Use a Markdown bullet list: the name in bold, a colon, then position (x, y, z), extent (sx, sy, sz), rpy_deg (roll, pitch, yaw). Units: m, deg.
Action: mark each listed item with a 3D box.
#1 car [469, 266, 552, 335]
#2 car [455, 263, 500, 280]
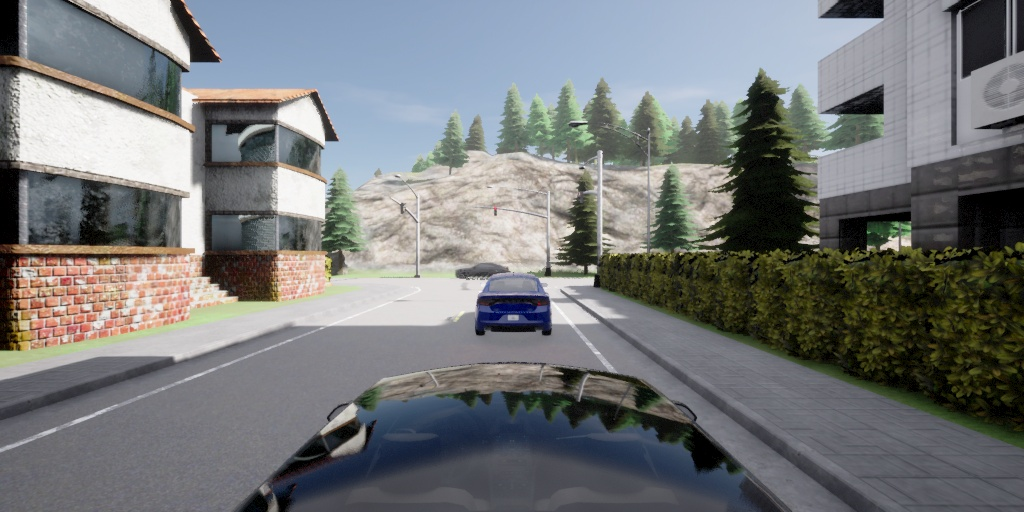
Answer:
- **car**: position (0.050, 1.228, 10.488), extent (1.882, 1.535, 5.008), rpy_deg (0, 0, 0)
- **car**: position (-2.510, 1.275, 30.644), extent (4.674, 1.442, 1.812), rpy_deg (0, 0, 1)
